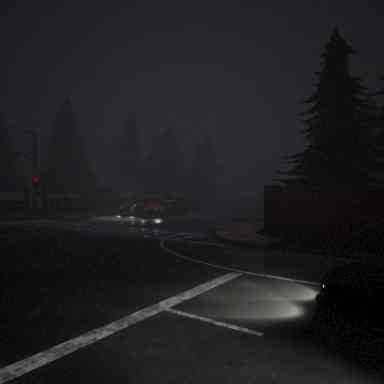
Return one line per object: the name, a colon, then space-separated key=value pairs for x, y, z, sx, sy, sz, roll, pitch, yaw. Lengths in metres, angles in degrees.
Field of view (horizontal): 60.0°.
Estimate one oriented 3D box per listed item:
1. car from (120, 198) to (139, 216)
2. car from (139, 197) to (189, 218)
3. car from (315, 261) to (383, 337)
car: x=-4.958 y=1.352 z=32.857 sx=2.097 sy=1.767 sz=4.553 roll=0 pitch=0 yaw=35
car: x=-2.226 y=1.478 z=30.662 sx=1.882 sy=1.535 sz=5.008 roll=0 pitch=0 yaw=35
car: x=4.752 y=1.547 z=4.875 sx=5.357 sy=1.411 sz=2.033 roll=0 pitch=0 yaw=36
